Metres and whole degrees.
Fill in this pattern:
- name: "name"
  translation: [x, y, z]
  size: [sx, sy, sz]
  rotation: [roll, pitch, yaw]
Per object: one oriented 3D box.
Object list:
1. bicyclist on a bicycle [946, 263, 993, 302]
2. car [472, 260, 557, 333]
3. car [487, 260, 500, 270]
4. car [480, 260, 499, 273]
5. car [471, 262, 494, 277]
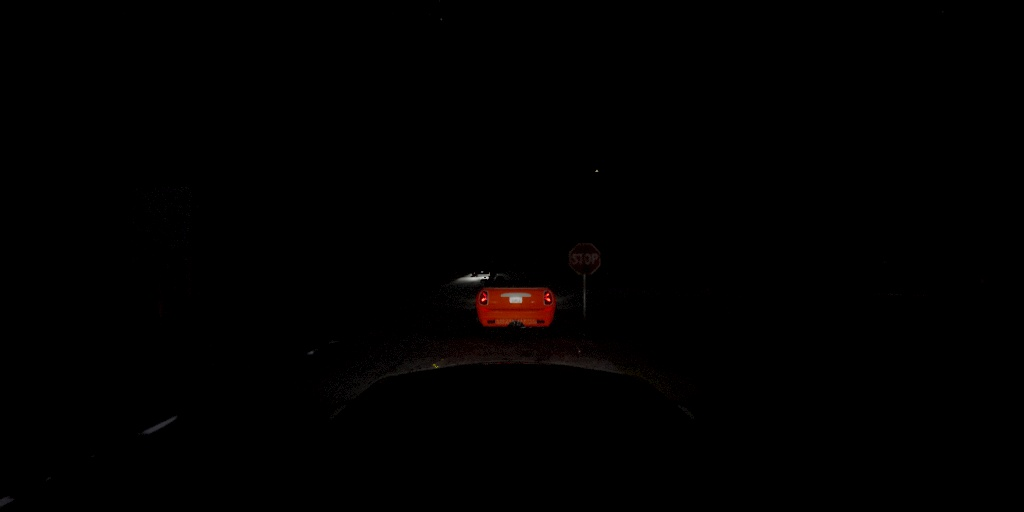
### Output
- name: "bicyclist on a bicycle"
  translation: [19.915, 1.131, 15.658]
  size: [0.582, 1.620, 1.656]
  rotation: [0, 0, 0]
- name: "car"
  translation: [0.098, 1.092, 10.873]
  size: [2.097, 1.767, 4.553]
  rotation: [0, 0, 0]
- name: "car"
  translation: [-2.826, 1.383, 56.106]
  size: [1.812, 1.442, 4.674]
  rotation: [0, 0, 1]
- name: "car"
  translation: [-2.834, 1.294, 45.874]
  size: [2.128, 1.511, 4.902]
  rotation: [0, 0, 0]
- name: "car"
  translation: [-2.843, 1.325, 35.742]
  size: [1.994, 1.385, 4.181]
  rotation: [0, 0, 0]
